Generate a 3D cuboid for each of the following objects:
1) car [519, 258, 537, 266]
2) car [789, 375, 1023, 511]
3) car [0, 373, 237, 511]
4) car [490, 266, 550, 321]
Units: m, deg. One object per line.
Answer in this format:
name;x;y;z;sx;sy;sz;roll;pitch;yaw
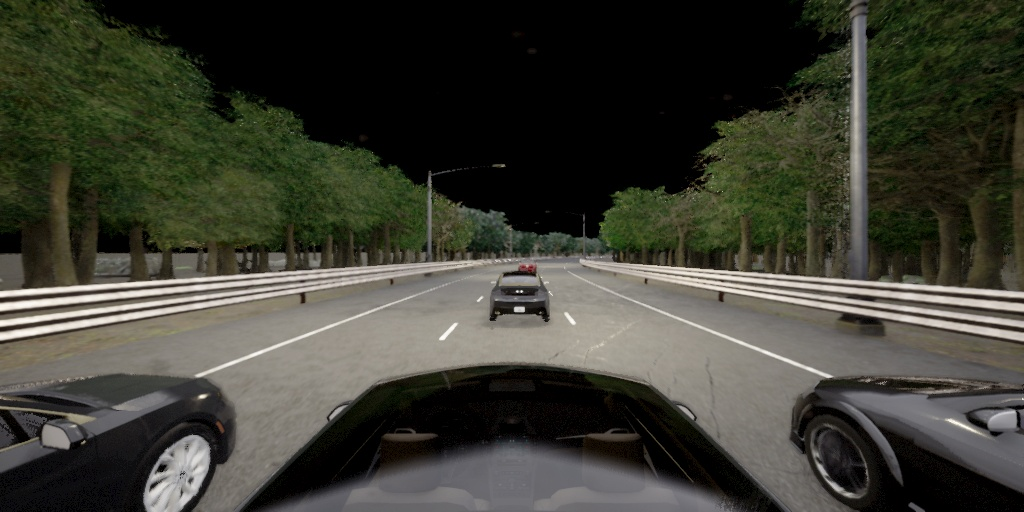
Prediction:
car;1.888;1.154;42.411;2.097;1.767;4.553;0;0;5
car;3.628;1.317;1.663;1.994;1.385;4.181;0;0;0
car;-3.374;1.252;1.205;1.837;1.490;4.892;0;0;0
car;0.275;1.268;12.555;1.837;1.490;4.892;0;0;1
